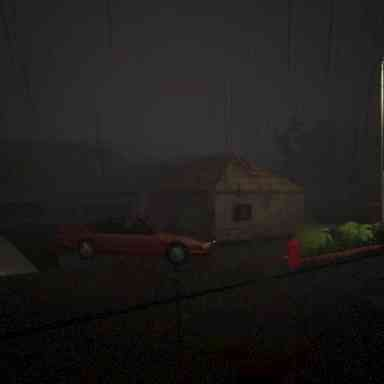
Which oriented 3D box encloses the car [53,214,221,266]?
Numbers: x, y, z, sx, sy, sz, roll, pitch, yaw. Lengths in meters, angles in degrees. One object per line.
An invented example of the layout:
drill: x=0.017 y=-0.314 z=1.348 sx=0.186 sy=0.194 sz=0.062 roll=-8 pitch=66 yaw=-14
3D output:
car: x=-1.814 y=1.456 z=10.949 sx=5.357 sy=1.415 sz=2.033 roll=0 pitch=0 yaw=14
